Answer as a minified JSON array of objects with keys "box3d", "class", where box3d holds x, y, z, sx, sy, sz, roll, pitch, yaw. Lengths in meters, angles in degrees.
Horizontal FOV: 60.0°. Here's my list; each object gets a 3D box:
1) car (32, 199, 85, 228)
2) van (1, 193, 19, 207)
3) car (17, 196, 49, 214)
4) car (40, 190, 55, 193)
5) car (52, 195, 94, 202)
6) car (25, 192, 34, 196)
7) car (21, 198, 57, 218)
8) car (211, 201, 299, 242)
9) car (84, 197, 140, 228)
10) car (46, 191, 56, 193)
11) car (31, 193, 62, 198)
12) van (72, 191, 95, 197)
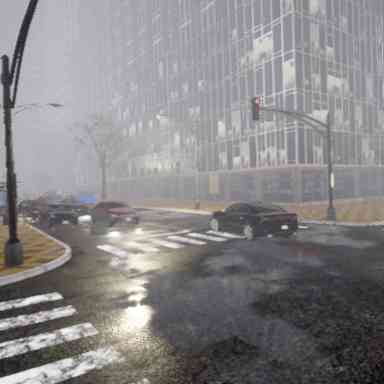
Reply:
[{"box3d":[-8.637,1.398,21.330,1.947,1.339,4.313,-2,1,-34],"class":"car"},{"box3d":[-24.577,1.036,44.856,1.690,1.788,3.998,-2,1,-34],"class":"van"},{"box3d":[-14.992,1.343,30.758,1.947,1.339,4.313,-2,1,-34],"class":"car"},{"box3d":[-27.291,0.594,63.656,2.192,1.841,5.009,-2,1,-34],"class":"car"},{"box3d":[-10.256,1.257,28.492,1.994,1.385,4.181,-3,2,-35],"class":"car"},{"box3d":[-36.911,0.744,77.735,2.008,1.369,4.403,-2,1,-34],"class":"car"},{"box3d":[-11.832,1.387,26.034,1.802,1.307,4.206,-2,1,-34],"class":"car"},{"box3d":[2.542,1.143,14.790,1.882,1.535,5.008,-2,1,-22],"class":"car"},{"box3d":[-4.883,1.262,20.638,1.812,1.442,4.674,-3,2,-34],"class":"car"},{"box3d":[-24.076,0.889,58.971,1.802,1.307,4.206,-2,1,-34],"class":"car"},{"box3d":[-16.120,1.193,37.085,2.033,1.411,5.357,-3,2,-34],"class":"car"},{"box3d":[-14.456,0.731,44.890,1.690,1.788,3.998,-2,1,-34],"class":"van"}]
